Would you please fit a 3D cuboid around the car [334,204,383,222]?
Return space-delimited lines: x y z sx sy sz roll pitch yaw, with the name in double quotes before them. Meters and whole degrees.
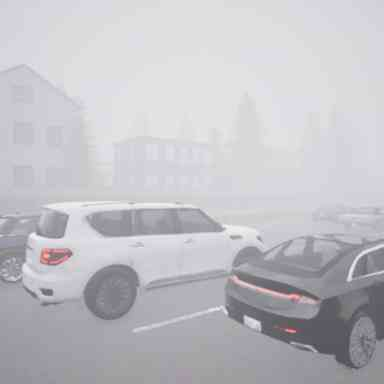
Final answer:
"car" 11.016 1.548 20.202 4.718 1.301 1.895 0 0 -36

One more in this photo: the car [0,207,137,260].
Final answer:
"car" -4.876 1.469 13.164 5.008 1.535 1.882 0 0 -35

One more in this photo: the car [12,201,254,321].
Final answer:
"car" -0.725 1.212 7.528 5.566 2.045 2.150 0 0 -36

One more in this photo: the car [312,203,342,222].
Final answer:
"car" 10.614 1.506 24.215 4.181 1.385 1.994 0 0 -36

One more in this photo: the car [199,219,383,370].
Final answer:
"car" 2.756 1.477 5.713 4.902 1.511 2.128 0 0 -36

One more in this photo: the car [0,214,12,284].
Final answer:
"car" -3.579 1.345 9.792 4.553 1.767 2.097 0 0 -36
